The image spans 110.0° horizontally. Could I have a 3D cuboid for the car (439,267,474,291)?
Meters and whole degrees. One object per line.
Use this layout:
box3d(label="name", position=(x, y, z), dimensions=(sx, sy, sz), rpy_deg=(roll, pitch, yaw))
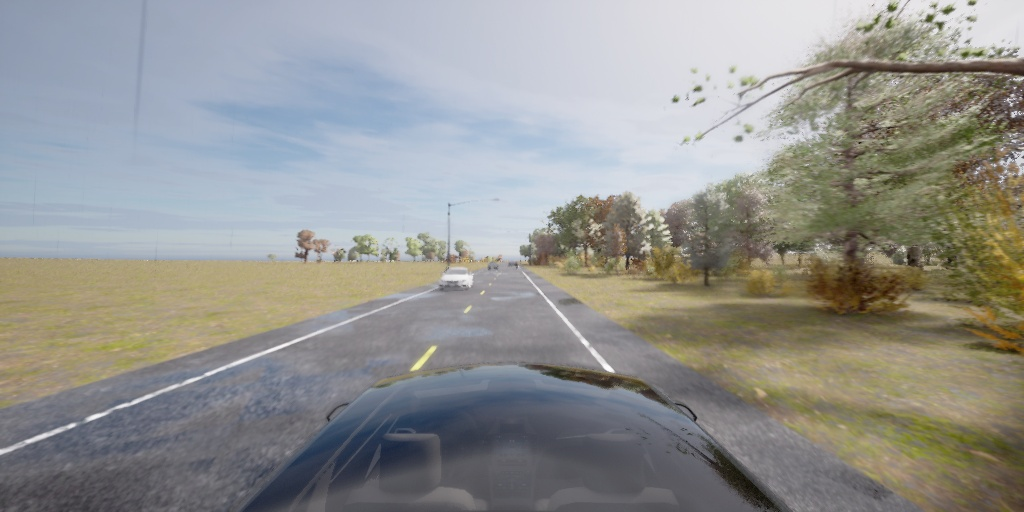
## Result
box3d(label="car", position=(-3.602, 1.497, 23.916), dimensions=(1.812, 1.442, 4.674), rpy_deg=(0, -1, 0))
